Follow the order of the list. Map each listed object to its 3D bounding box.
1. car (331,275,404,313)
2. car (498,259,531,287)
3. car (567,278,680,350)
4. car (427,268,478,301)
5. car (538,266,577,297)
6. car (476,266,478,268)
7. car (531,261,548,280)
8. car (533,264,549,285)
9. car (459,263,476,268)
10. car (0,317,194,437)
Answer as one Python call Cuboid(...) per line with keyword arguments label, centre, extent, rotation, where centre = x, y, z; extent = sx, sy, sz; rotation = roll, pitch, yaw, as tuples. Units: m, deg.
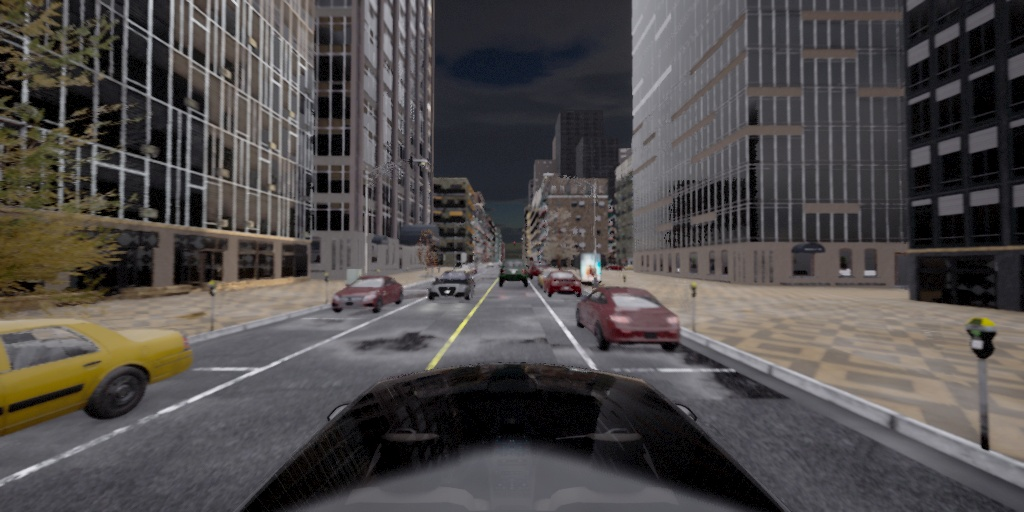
Cuboid(label="car", centre=(-5.675, 1.454, 14.612), extent=(1.802, 1.307, 4.207), rotation=(0, 0, 0))
Cuboid(label="car", centre=(0.113, 1.243, 27.799), extent=(2.150, 2.045, 5.566), rotation=(0, -1, 0))
Cuboid(label="car", centre=(2.697, 1.414, 9.038), extent=(1.802, 1.307, 4.207), rotation=(0, 0, 0))
Cuboid(label="car", centre=(-2.988, 1.483, 18.558), extent=(1.994, 1.385, 4.181), rotation=(0, -1, 0))
Cuboid(label="car", centre=(2.716, 1.492, 20.157), extent=(1.888, 1.381, 4.507), rotation=(0, 0, 0))
Cuboid(label="car", centre=(-5.617, 1.659, 47.968), extent=(1.967, 1.591, 4.097), rotation=(0, 0, 0))
Cuboid(label="car", centre=(2.744, 1.436, 36.833), extent=(2.192, 1.841, 5.009), rotation=(0, 0, 0))
Cuboid(label="car", centre=(2.726, 1.531, 25.885), extent=(1.751, 1.417, 4.829), rotation=(0, 0, 0))
Cuboid(label="car", centre=(-5.627, 1.687, 42.239), extent=(1.751, 1.417, 4.829), rotation=(0, 0, 0))
Cuboid(label="car", centre=(-5.694, 1.282, 3.323), extent=(1.751, 1.417, 4.829), rotation=(0, 0, 0))
